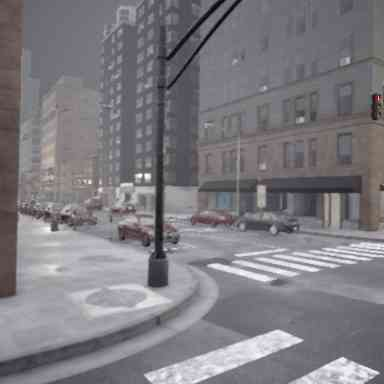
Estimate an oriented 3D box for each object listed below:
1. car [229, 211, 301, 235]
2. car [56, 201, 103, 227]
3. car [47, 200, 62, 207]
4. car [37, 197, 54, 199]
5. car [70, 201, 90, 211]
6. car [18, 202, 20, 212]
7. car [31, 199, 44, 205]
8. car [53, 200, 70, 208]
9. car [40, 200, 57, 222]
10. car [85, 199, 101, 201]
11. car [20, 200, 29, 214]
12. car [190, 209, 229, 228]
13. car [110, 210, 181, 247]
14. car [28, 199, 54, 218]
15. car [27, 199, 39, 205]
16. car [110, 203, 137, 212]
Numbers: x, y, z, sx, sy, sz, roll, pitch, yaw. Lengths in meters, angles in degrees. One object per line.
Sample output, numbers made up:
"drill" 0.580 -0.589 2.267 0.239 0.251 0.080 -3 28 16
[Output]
"car" 4.722 1.895 21.045 2.008 1.369 4.403 1 -1 -35
"car" -8.623 1.703 25.087 1.967 1.590 4.097 1 -1 -35
"car" -27.464 2.279 66.211 1.752 1.417 4.829 1 -1 -35
"car" -19.875 1.711 45.493 2.150 2.045 5.566 1 -1 -35
"car" -17.739 2.194 52.564 1.947 1.339 4.313 1 -1 -35
"car" -21.462 2.008 43.100 1.802 1.307 4.206 1 -1 -35
"car" -36.992 2.419 79.581 1.887 1.381 4.507 1 -1 -35
"car" -24.156 2.277 61.569 1.947 1.339 4.313 1 -1 -35
"car" -11.833 1.743 29.591 1.967 1.590 4.097 1 -1 -35
"car" -14.530 1.902 48.064 2.192 1.841 5.009 1 -1 -35
"car" -18.252 1.951 38.596 1.947 1.339 4.313 1 -1 -35
"car" 1.513 1.966 25.547 1.802 1.307 4.206 1 -1 -35
"car" -2.205 1.765 16.078 1.802 1.307 4.206 1 -1 -35
"car" -15.042 1.784 34.094 1.967 1.590 4.097 1 -1 -35
"car" -40.200 2.466 84.084 2.008 1.369 4.403 1 -1 -35
"car" -8.113 1.945 39.057 1.967 1.590 4.097 1 -1 -35
